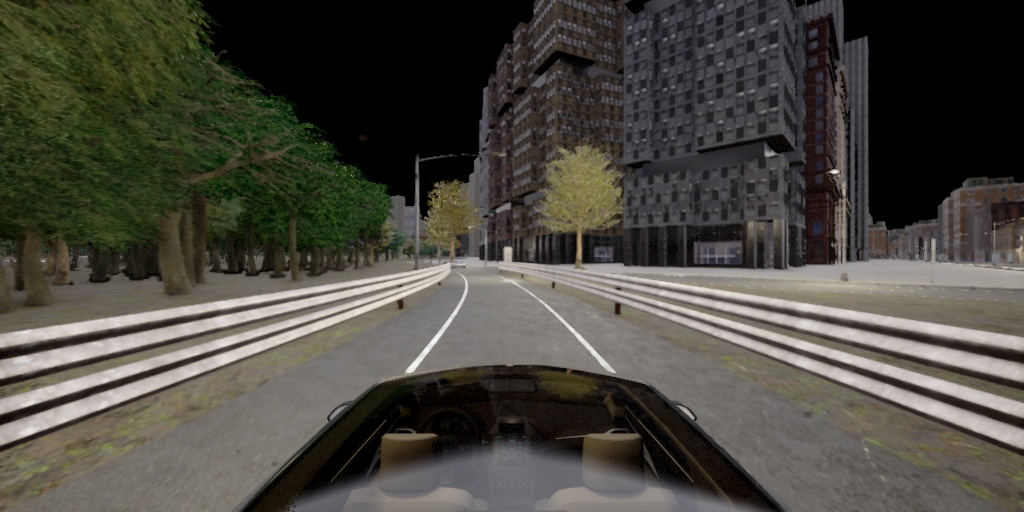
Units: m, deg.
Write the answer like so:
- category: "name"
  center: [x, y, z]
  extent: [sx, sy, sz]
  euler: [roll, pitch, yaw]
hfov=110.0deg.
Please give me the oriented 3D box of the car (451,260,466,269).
- category: "car"
  center: [-8.616, 1.350, 56.707]
  extent: [1.895, 1.301, 4.718]
  euler: [0, 0, -20]
